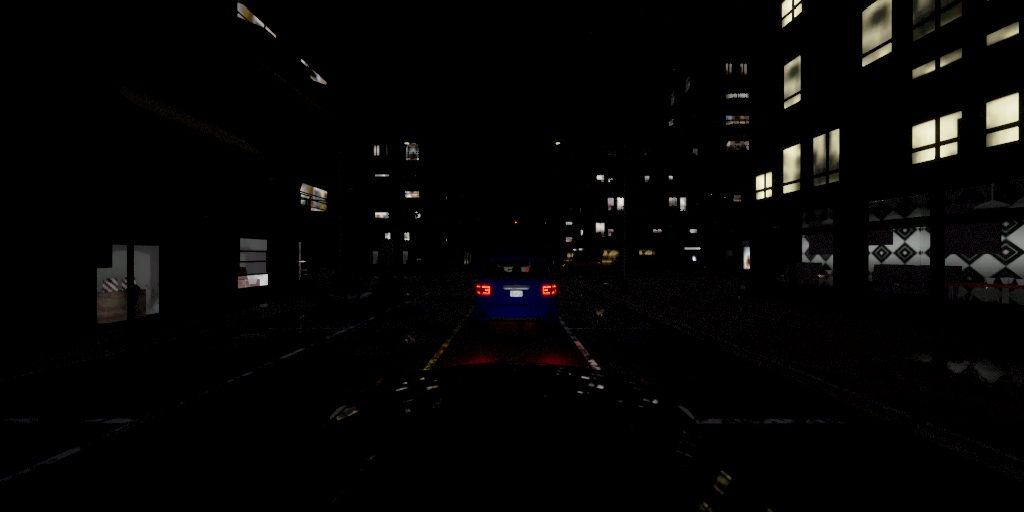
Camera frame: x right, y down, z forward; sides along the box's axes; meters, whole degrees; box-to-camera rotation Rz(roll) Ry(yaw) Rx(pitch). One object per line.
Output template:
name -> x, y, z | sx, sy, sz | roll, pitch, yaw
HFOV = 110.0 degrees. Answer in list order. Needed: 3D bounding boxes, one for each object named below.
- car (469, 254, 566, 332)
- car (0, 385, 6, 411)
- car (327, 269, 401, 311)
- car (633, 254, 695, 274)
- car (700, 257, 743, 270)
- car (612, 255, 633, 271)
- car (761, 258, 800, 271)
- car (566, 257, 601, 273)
car -> 0.106, 0.971, 11.021 | 2.150, 2.045, 5.566 | 0, 0, 0
car -> -5.690, 1.300, 1.512 | 2.007, 1.370, 4.403 | 0, 0, 0
car -> -5.729, 1.332, 14.429 | 1.802, 1.307, 4.207 | 0, 0, 0
car -> 14.738, 0.778, 34.392 | 5.009, 1.841, 2.192 | 0, 0, 0
car -> 23.835, 0.883, 40.252 | 4.718, 1.301, 1.895 | -1, 0, 0
car -> 14.610, 0.764, 42.771 | 5.009, 1.841, 2.192 | 0, 0, 0
car -> 25.831, 0.822, 34.479 | 4.313, 1.339, 1.948 | 0, 0, 0
car -> 7.523, 0.937, 40.124 | 4.553, 1.767, 2.097 | -1, 0, 0
